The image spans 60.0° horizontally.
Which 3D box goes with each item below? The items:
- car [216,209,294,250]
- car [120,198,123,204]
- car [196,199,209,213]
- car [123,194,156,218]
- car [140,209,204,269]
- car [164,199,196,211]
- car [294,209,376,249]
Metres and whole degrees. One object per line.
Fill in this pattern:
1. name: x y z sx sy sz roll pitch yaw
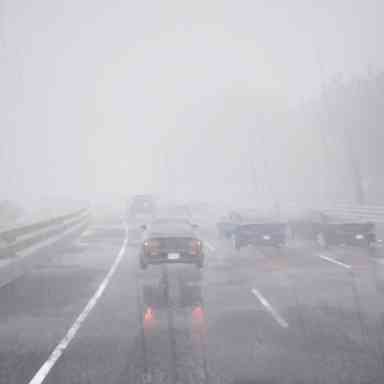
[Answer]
1. car: 2.344 1.484 14.408 1.882 1.535 5.008 0 0 -8
2. car: -11.883 1.574 61.555 1.994 1.385 4.181 0 0 -31
3. car: 0.284 1.489 37.055 1.882 1.535 5.008 0 0 -20
4. car: -4.647 1.227 30.122 2.150 2.045 5.566 0 0 -17
5. car: -0.735 1.529 11.090 1.812 1.442 4.674 0 0 -6
6. car: -1.410 1.533 31.350 1.812 1.442 4.674 0 0 -17
7. car: 5.821 1.486 14.645 1.882 1.535 5.008 0 0 -8
